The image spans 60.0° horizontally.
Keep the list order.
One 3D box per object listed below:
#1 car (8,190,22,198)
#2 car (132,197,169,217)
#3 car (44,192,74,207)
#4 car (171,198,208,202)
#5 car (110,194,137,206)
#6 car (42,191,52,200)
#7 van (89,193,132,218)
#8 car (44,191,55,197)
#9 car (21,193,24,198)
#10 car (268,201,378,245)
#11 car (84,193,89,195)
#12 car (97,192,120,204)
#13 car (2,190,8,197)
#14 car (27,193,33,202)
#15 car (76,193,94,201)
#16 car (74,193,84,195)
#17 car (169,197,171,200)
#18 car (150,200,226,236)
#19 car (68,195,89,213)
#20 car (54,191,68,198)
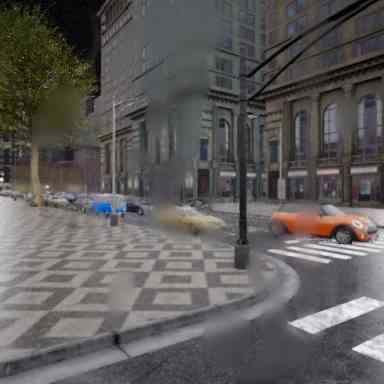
[{"bbox_3d":[-35.889,0.479,68.442,1.967,1.590,4.097,1,0,-35],"label":"car"},{"bbox_3d":[-4.352,1.239,28.370,2.128,1.511,4.902,0,1,-35],"label":"car"},{"bbox_3d":[-16.354,1.047,40.770,1.752,1.417,4.829,1,0,-35],"label":"car"},{"bbox_3d":[0.227,1.307,32.062,1.947,1.339,4.313,1,0,-35],"label":"car"},{"bbox_3d":[-9.492,1.065,45.831,2.008,1.369,4.403,1,0,-35],"label":"car"},{"bbox_3d":[-19.692,0.988,45.498,2.008,1.369,4.403,1,0,-35],"label":"car"},{"bbox_3d":[-6.730,1.086,27.137,1.690,1.788,3.998,1,0,-35],"label":"van"},{"bbox_3d":[-35.409,0.463,82.539,1.802,1.307,4.206,1,0,-35],"label":"car"},{"bbox_3d":[-26.171,0.826,54.675,2.008,1.369,4.403,1,0,-35],"label":"car"},{"bbox_3d":[5.901,1.274,15.301,4.553,1.767,2.097,1,1,45],"label":"car"},{"bbox_3d":[-15.971,0.902,55.008,2.008,1.369,4.403,1,0,-35],"label":"car"},{"bbox_3d":[-12.729,0.872,50.420,1.967,1.590,4.097,1,0,-35],"label":"car"},{"bbox_3d":[-42.369,0.326,77.620,1.967,1.590,4.097,1,0,-35],"label":"car"},{"bbox_3d":[-22.932,0.906,50.087,2.008,1.369,4.403,1,0,-35],"label":"car"},{"bbox_3d":[-19.211,0.853,59.597,1.802,1.307,4.206,1,0,-35],"label":"car"},{"bbox_3d":[-17.142,0.921,46.634,1.882,1.535,5.008,0,1,-35],"label":"car"},{"bbox_3d":[-3.011,1.215,36.650,1.887,1.381,4.507,1,0,-35],"label":"car"},{"bbox_3d":[-0.153,1.393,17.816,1.752,1.417,4.829,1,0,-35],"label":"car"},{"bbox_3d":[-9.972,1.226,31.727,2.008,1.369,4.403,1,0,-35],"label":"car"},{"bbox_3d":[-28.929,0.579,73.362,1.887,1.381,4.507,1,0,-35],"label":"car"}]
